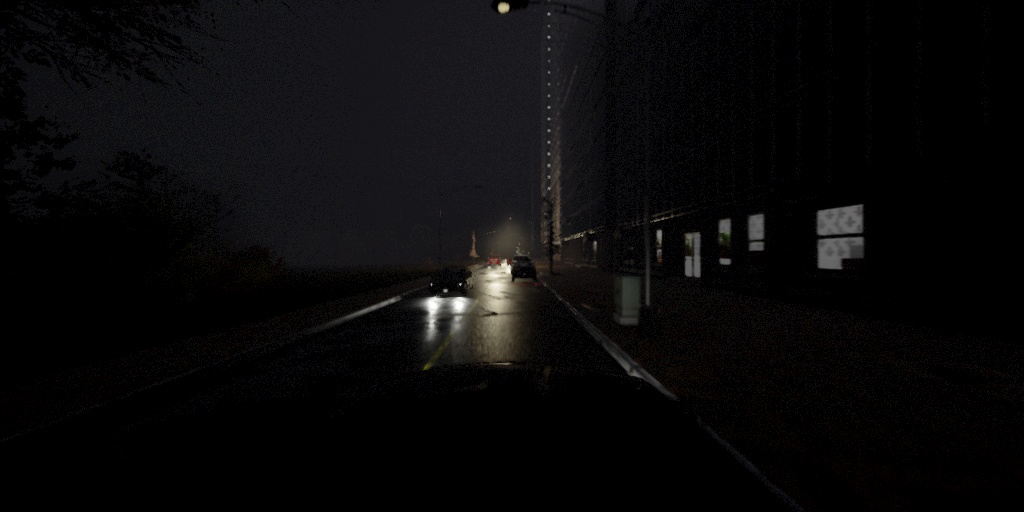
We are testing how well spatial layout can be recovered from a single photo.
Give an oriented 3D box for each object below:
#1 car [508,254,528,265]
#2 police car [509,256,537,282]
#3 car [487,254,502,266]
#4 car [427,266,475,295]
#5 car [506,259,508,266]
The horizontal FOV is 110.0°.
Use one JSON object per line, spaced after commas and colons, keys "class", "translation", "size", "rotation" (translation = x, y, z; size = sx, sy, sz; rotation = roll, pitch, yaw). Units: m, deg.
{"class": "car", "translation": [0.901, 0.835, 38.114], "size": [2.150, 2.045, 5.566], "rotation": [0, 0, 0]}
{"class": "police car", "translation": [0.900, 1.073, 28.194], "size": [1.930, 1.638, 5.238], "rotation": [0, 0, 0]}
{"class": "car", "translation": [-3.011, 0.754, 62.442], "size": [2.150, 2.045, 5.566], "rotation": [0, 0, 0]}
{"class": "car", "translation": [-3.098, 1.231, 19.360], "size": [2.033, 1.411, 5.357], "rotation": [0, 0, 0]}
{"class": "car", "translation": [0.003, 0.986, 63.785], "size": [1.882, 1.535, 5.008], "rotation": [0, 0, 0]}
